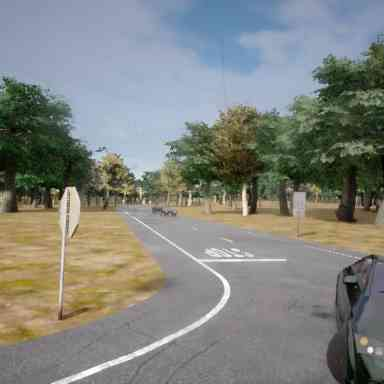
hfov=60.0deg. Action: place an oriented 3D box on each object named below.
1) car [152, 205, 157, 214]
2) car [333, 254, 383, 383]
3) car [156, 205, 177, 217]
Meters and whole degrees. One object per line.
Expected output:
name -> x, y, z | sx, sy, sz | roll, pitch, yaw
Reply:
car -> -5.751, 2.962, 56.899 | 1.882, 1.535, 5.008 | 3, -2, -14
car -> 3.130, 1.643, 4.656 | 1.994, 1.385, 4.181 | 1, -1, 22
car -> -3.489, 2.851, 48.054 | 1.895, 1.301, 4.718 | 3, -2, -13
